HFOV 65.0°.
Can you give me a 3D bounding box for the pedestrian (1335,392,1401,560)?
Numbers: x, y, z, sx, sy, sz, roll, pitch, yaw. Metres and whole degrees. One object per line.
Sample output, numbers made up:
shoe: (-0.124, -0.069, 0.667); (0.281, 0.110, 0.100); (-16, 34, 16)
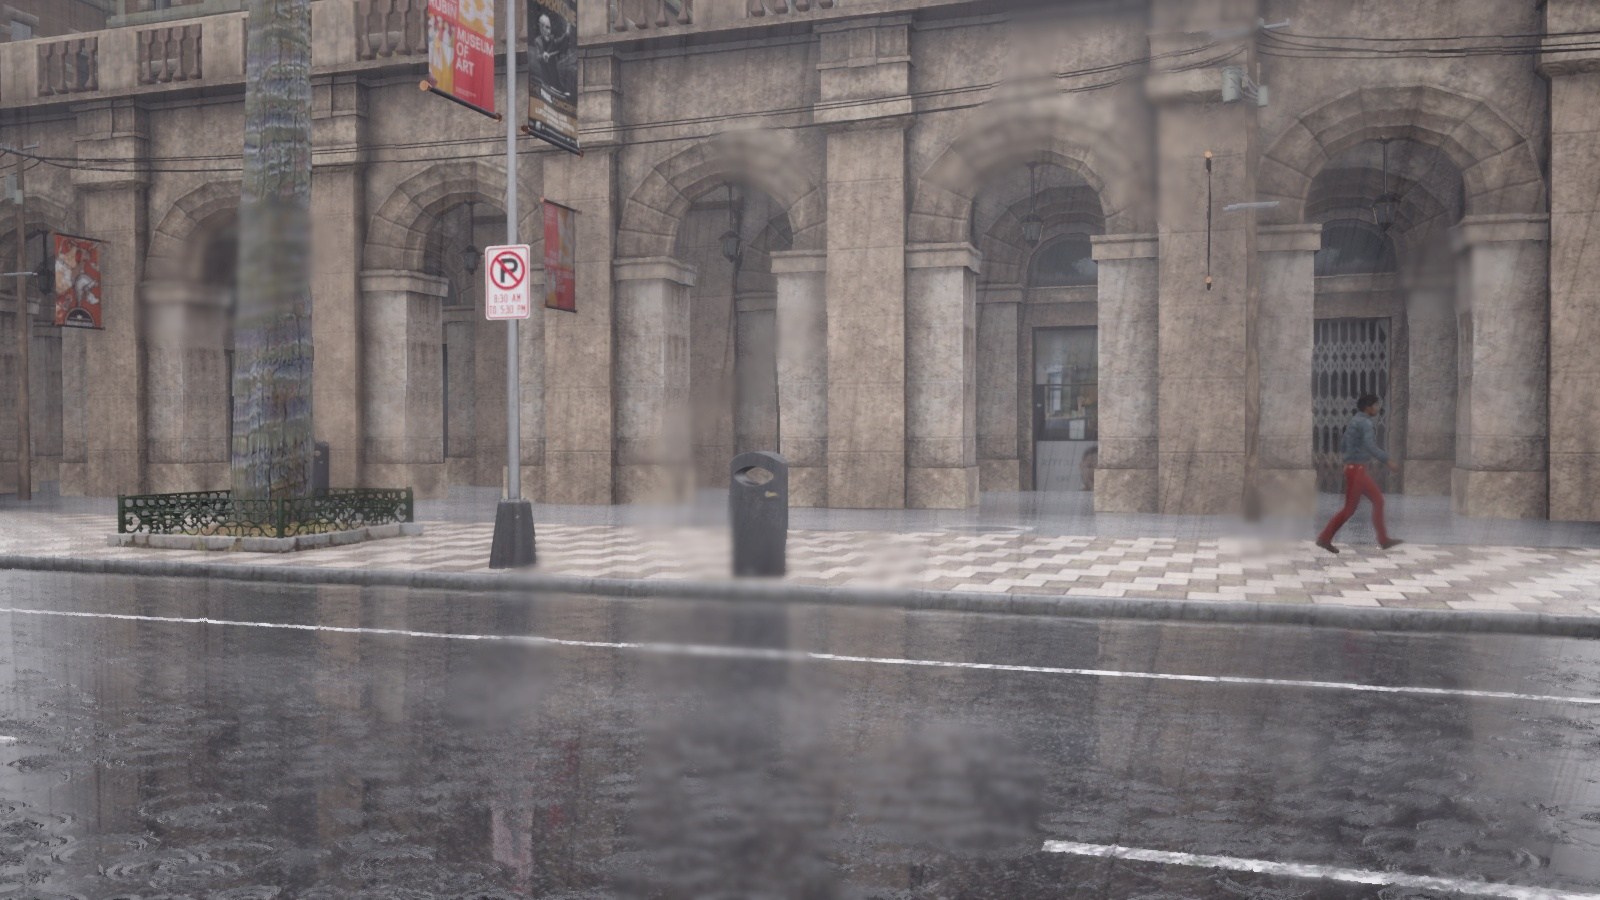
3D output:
pedestrian: (6.374, 0.281, 14.109); (0.614, 1.847, 0.353); (1, 1, 18)
